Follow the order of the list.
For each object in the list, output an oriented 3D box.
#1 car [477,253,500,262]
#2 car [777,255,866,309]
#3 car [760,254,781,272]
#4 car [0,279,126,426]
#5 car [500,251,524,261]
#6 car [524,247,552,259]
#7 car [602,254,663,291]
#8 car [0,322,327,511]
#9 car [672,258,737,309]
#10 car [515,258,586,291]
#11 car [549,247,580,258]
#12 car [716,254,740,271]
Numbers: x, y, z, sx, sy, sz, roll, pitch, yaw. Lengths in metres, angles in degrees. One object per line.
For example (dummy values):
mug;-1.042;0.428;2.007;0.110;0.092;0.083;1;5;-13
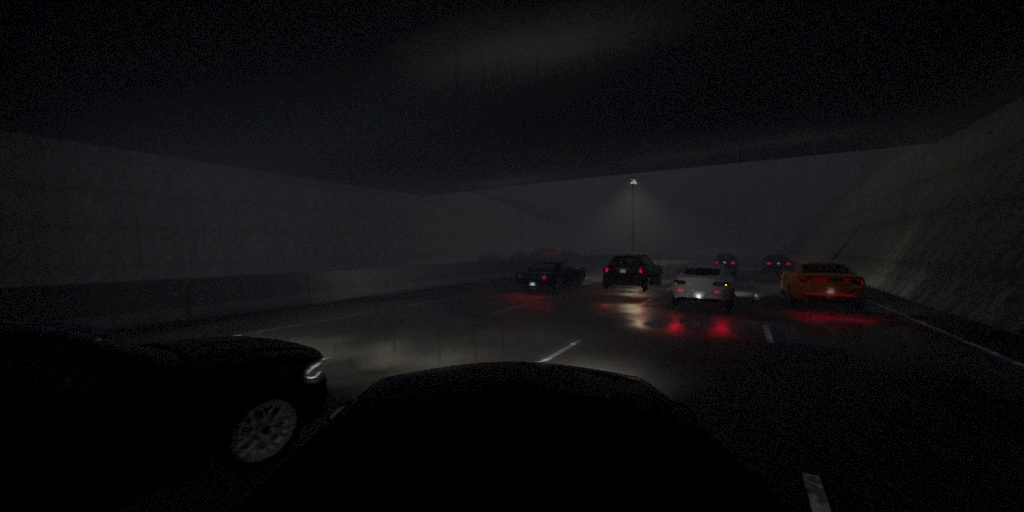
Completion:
car;-2.963;0.206;49.750;1.994;1.385;4.181;1;1;33
car;11.361;0.908;13.358;1.882;1.535;5.008;1;2;33
car;21.345;0.572;29.002;2.033;1.411;5.357;1;2;33
car;-7.500;1.220;3.350;1.882;1.535;5.008;1;2;33
car;0.995;0.124;49.412;2.128;1.511;4.902;1;2;33
car;4.310;-0.127;48.085;2.150;2.045;5.566;1;1;33
car;6.294;0.685;18.425;2.097;1.767;4.553;1;2;33
car;-3.926;1.226;2.444;1.882;1.535;5.008;1;2;33
car;7.157;0.975;13.304;1.812;1.442;4.674;1;2;32
car;2.150;0.951;18.443;1.895;1.301;4.718;1;2;33
car;7.088;0.039;45.942;2.097;1.767;4.553;1;2;33
car;18.399;0.540;30.892;2.033;1.411;5.357;1;2;33
